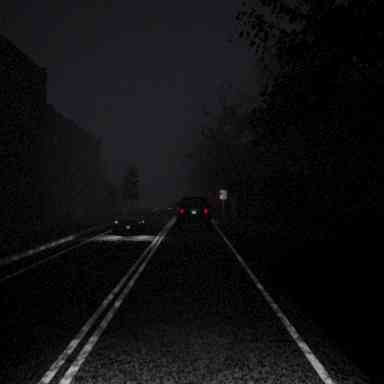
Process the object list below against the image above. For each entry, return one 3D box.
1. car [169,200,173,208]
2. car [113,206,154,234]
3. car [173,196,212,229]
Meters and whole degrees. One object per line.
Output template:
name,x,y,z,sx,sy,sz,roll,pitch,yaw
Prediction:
car,-3.118,2.197,61.873,1.882,1.535,5.008,0,-1,1
car,-3.334,1.594,19.707,1.812,1.442,4.674,0,0,0
car,0.119,1.310,22.162,2.150,2.045,5.566,0,0,0
